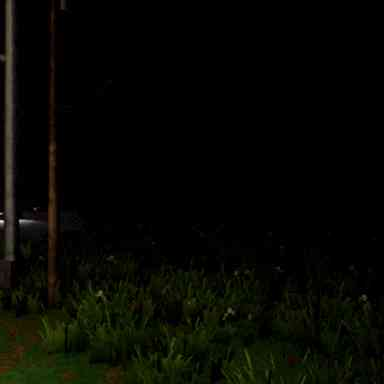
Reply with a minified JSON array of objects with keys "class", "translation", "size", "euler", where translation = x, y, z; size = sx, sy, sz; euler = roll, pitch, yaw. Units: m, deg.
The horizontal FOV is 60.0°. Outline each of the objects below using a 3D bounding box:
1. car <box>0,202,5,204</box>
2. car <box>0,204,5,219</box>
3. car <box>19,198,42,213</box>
[{"class":"car","translation":[-16.100,1.537,28.019],"size":[1.994,1.385,4.181],"euler":[0,0,-33]},{"class":"car","translation":[-12.508,1.574,18.700],"size":[1.895,1.301,4.718],"euler":[0,0,-13]},{"class":"car","translation":[-18.031,1.478,36.459],"size":[1.837,1.490,4.892],"euler":[1,0,-43]}]
